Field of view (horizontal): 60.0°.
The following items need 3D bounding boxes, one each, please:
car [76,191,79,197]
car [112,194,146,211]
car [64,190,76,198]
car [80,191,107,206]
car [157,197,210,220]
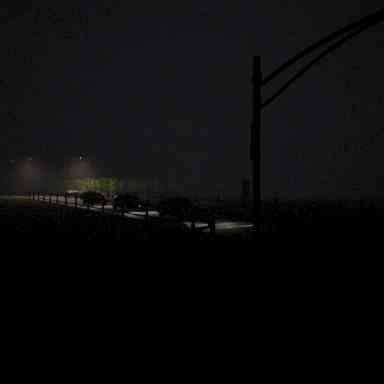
[{"bbox_3d":[-16.482,0.540,53.260,1.882,1.535,5.008,0,1,-35],"label":"car"},{"bbox_3d":[-6.124,0.970,31.959,1.837,1.490,4.892,0,1,-35],"label":"car"},{"bbox_3d":[-22.405,0.375,61.745,2.128,1.511,4.902,0,1,-35],"label":"car"},{"bbox_3d":[-11.737,0.815,40.027,1.812,1.442,4.674,0,1,-35],"label":"car"},{"bbox_3d":[-0.720,1.114,24.208,1.882,1.535,5.008,0,1,-35],"label":"car"}]
